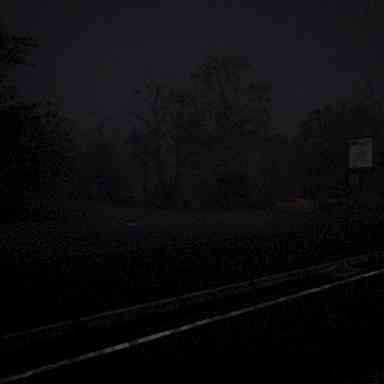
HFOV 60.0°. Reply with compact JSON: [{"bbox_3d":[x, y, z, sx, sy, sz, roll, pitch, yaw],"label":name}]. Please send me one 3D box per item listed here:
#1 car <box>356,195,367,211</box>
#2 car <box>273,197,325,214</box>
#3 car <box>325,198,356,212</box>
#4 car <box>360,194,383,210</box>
[{"bbox_3d":[17.321,1.427,38.870,2.002,1.452,4.674,0,0,-35],"label":"car"},{"bbox_3d":[10.522,1.376,34.014,2.097,1.535,5.008,0,0,-35],"label":"car"},{"bbox_3d":[15.050,1.379,37.255,2.097,1.535,5.008,0,0,-35],"label":"car"},{"bbox_3d":[21.873,1.286,42.078,2.185,1.767,4.553,0,0,-36],"label":"car"}]
